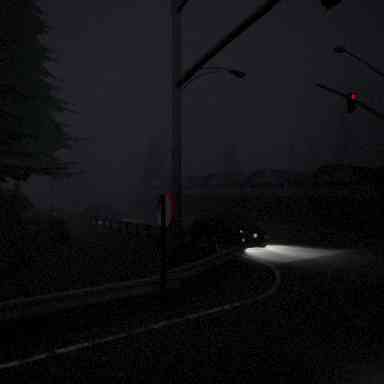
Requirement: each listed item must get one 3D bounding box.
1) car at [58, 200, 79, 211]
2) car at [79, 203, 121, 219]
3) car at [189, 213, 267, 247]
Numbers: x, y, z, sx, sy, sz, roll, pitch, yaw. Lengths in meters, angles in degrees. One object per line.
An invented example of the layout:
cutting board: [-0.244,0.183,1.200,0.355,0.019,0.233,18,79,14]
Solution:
car: [-16.519,1.782,44.826,1.895,1.301,4.718,0,0,-5]
car: [-8.391,1.739,30.666,2.033,1.411,5.357,0,0,-35]
car: [1.642,1.755,16.400,1.994,1.385,4.181,0,0,-36]
